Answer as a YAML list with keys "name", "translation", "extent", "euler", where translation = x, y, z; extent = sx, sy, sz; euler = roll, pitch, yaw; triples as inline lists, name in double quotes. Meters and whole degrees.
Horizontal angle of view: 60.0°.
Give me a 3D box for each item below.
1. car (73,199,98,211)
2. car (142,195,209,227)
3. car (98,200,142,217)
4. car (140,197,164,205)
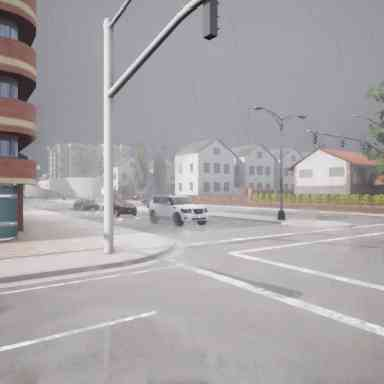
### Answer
- name: "car"
  translation: [-13.047, 1.547, 40.786]
  extent: [2.033, 1.411, 5.357]
  euler: [0, 0, -35]
- name: "car"
  translation: [-1.094, 1.221, 23.488]
  extent: [2.150, 2.045, 5.566]
  euler: [0, 0, -35]
- name: "car"
  translation: [-7.002, 1.476, 32.027]
  extent: [1.882, 1.535, 5.008]
  euler: [0, 0, -34]
- name: "car"
  translation: [-7.135, 1.547, 58.936]
  extent: [2.033, 1.411, 5.357]
  euler: [0, 0, -35]
